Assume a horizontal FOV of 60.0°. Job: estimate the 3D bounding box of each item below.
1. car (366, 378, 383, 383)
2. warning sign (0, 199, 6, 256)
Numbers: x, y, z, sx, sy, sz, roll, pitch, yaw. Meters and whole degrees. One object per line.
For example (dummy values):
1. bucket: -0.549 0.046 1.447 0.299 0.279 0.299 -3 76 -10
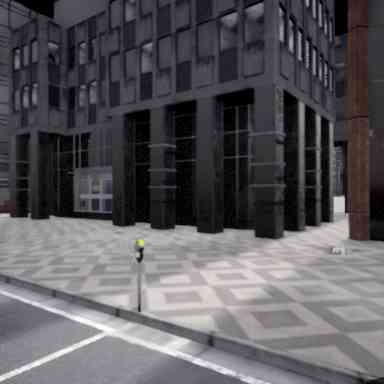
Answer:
1. car: 2.635 1.559 1.075 4.313 1.339 1.947 0 0 36
2. warning sign: -7.001 1.166 10.821 1.060 1.860 1.300 0 0 36
